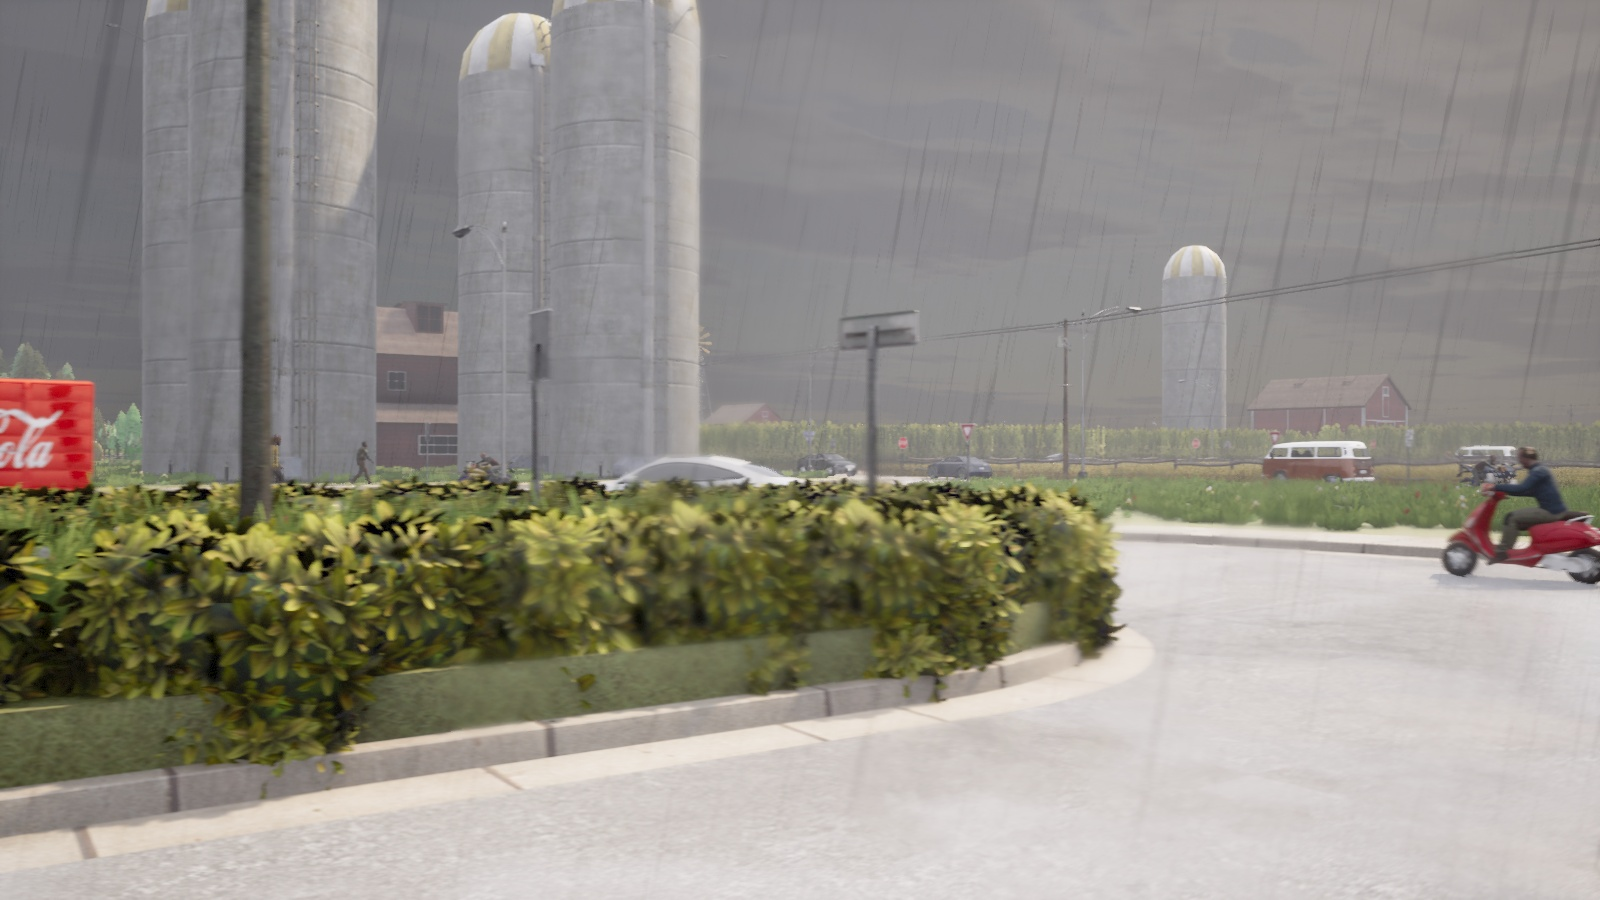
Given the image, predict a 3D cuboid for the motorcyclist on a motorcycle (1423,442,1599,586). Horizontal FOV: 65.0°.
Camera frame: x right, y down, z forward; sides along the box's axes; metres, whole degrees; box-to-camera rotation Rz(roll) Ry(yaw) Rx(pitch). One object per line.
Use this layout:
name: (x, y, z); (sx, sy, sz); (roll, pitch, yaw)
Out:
motorcyclist on a motorcycle: (8.437, 0.717, 14.783); (1.817, 1.590, 0.866); (0, -2, 39)

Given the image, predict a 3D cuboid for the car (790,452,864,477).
car: (1.636, 0.887, 77.328); (2.128, 1.511, 4.902); (0, 0, -34)

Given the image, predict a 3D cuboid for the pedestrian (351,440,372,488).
pedestrian: (-17.531, 0.560, 50.255); (0.692, 1.930, 0.395); (0, 0, -42)

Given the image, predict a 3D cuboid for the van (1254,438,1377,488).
van: (22.067, 0.553, 53.930); (2.069, 2.038, 4.480); (0, 0, -35)

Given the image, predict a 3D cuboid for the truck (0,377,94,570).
truck: (-12.284, 0.318, 16.258); (5.204, 2.467, 2.627); (-1, 0, -36)

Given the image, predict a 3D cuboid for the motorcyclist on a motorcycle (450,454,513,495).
motorcyclist on a motorcycle: (-12.221, 0.924, 48.203); (2.191, 1.530, 0.866); (0, 0, -36)

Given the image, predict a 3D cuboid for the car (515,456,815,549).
car: (-2.170, 0.826, 20.874); (4.674, 1.442, 1.812); (0, 0, 7)

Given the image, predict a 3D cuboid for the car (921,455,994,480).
car: (9.090, 0.967, 72.659); (1.994, 1.385, 4.181); (0, 0, -32)

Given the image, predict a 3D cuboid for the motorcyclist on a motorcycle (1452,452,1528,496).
motorcyclist on a motorcycle: (24.404, 0.837, 44.453); (0.866, 1.530, 2.191); (0, 0, -35)

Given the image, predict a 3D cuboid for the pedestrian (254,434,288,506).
pedestrian: (-13.675, 0.509, 32.458); (0.726, 1.835, 0.370); (0, 0, -36)
